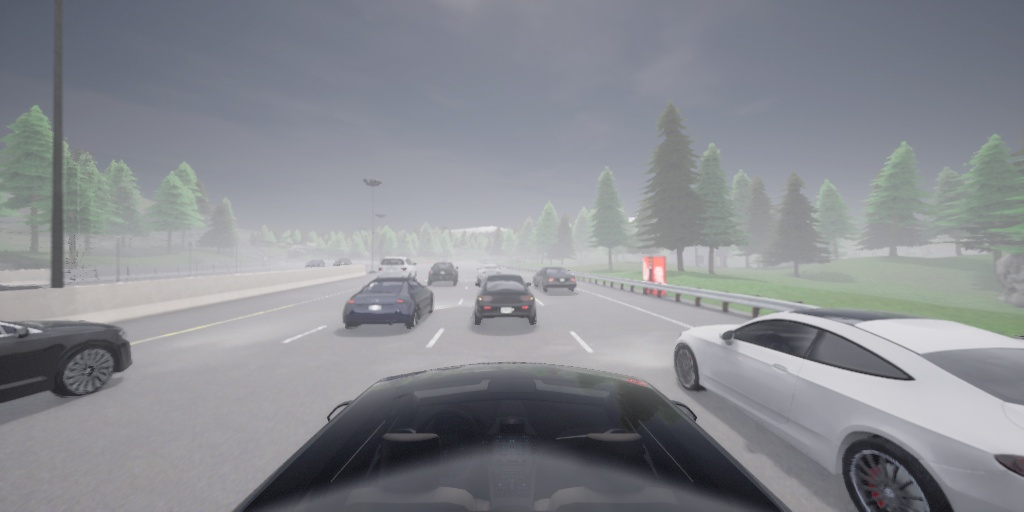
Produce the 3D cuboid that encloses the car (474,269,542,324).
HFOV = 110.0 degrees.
[{"bbox_3d":[-0.270,1.317,12.026,1.812,1.442,4.674,0,0,-3],"label":"car"}]

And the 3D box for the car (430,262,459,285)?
[{"bbox_3d":[-5.222,1.217,27.708,2.097,1.767,4.553,0,0,-7],"label":"car"}]

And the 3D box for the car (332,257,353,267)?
[{"bbox_3d":[-24.156,0.970,51.291,2.097,1.767,4.553,0,0,-15],"label":"car"}]

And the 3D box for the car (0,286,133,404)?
[{"bbox_3d":[-6.996,1.265,3.707,2.128,1.511,4.902,0,0,0],"label":"car"}]

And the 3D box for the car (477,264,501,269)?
[{"bbox_3d":[-1.830,1.388,28.800,1.812,1.442,4.674,0,0,-8],"label":"car"}]

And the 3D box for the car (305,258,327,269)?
[{"bbox_3d":[-27.527,1.096,50.352,1.882,1.535,5.008,0,0,-15],"label":"car"}]

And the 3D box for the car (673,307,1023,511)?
[{"bbox_3d":[3.489,1.276,3.796,1.812,1.442,4.674,0,0,-1],"label":"car"}]

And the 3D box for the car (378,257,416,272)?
[{"bbox_3d":[-8.705,1.093,27.504,2.150,2.045,5.566,0,0,-8],"label":"car"}]

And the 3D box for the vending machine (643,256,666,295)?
[{"bbox_3d":[7.729,1.000,19.490,1.100,2.100,0.880,0,0,-5],"label":"vending machine"}]

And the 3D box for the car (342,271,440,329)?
[{"bbox_3d":[-3.760,1.361,11.589,1.994,1.385,4.181,0,0,-3],"label":"car"}]

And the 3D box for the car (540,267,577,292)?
[{"bbox_3d":[2.506,1.373,22.127,2.033,1.411,5.357,0,0,-6],"label":"car"}]
